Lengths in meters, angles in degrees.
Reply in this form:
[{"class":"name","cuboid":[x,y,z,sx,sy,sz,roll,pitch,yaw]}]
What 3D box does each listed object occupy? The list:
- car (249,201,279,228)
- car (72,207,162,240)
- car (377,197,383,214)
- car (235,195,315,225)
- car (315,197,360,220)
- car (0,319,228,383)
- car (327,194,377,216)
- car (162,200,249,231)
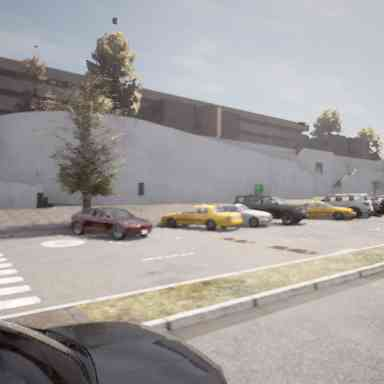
[{"class":"car","cuboid":[3.093,1.539,22.462,4.674,1.452,2.002,-1,-1,34]},{"class":"car","cuboid":[-4.217,1.529,17.218,4.792,1.488,2.163,-1,-1,35]},{"class":"car","cuboid":[15.300,1.446,31.182,4.792,1.488,2.163,-1,0,35]},{"class":"car","cuboid":[5.568,1.244,24.192,5.566,2.045,2.435,-1,-1,35]},{"class":"car","cuboid":[10.587,1.459,27.582,5.366,1.575,1.946,-1,-1,35]},{"class":"car","cuboid":[-1.877,1.503,1.793,4.892,1.490,1.837,1,0,-35]},{"class":"car","cuboid":[12.853,1.193,29.443,5.566,2.045,2.435,-1,0,35]},{"class":"car","cuboid":[0.493,1.502,20.816,5.366,1.575,1.946,-1,0,35]}]
